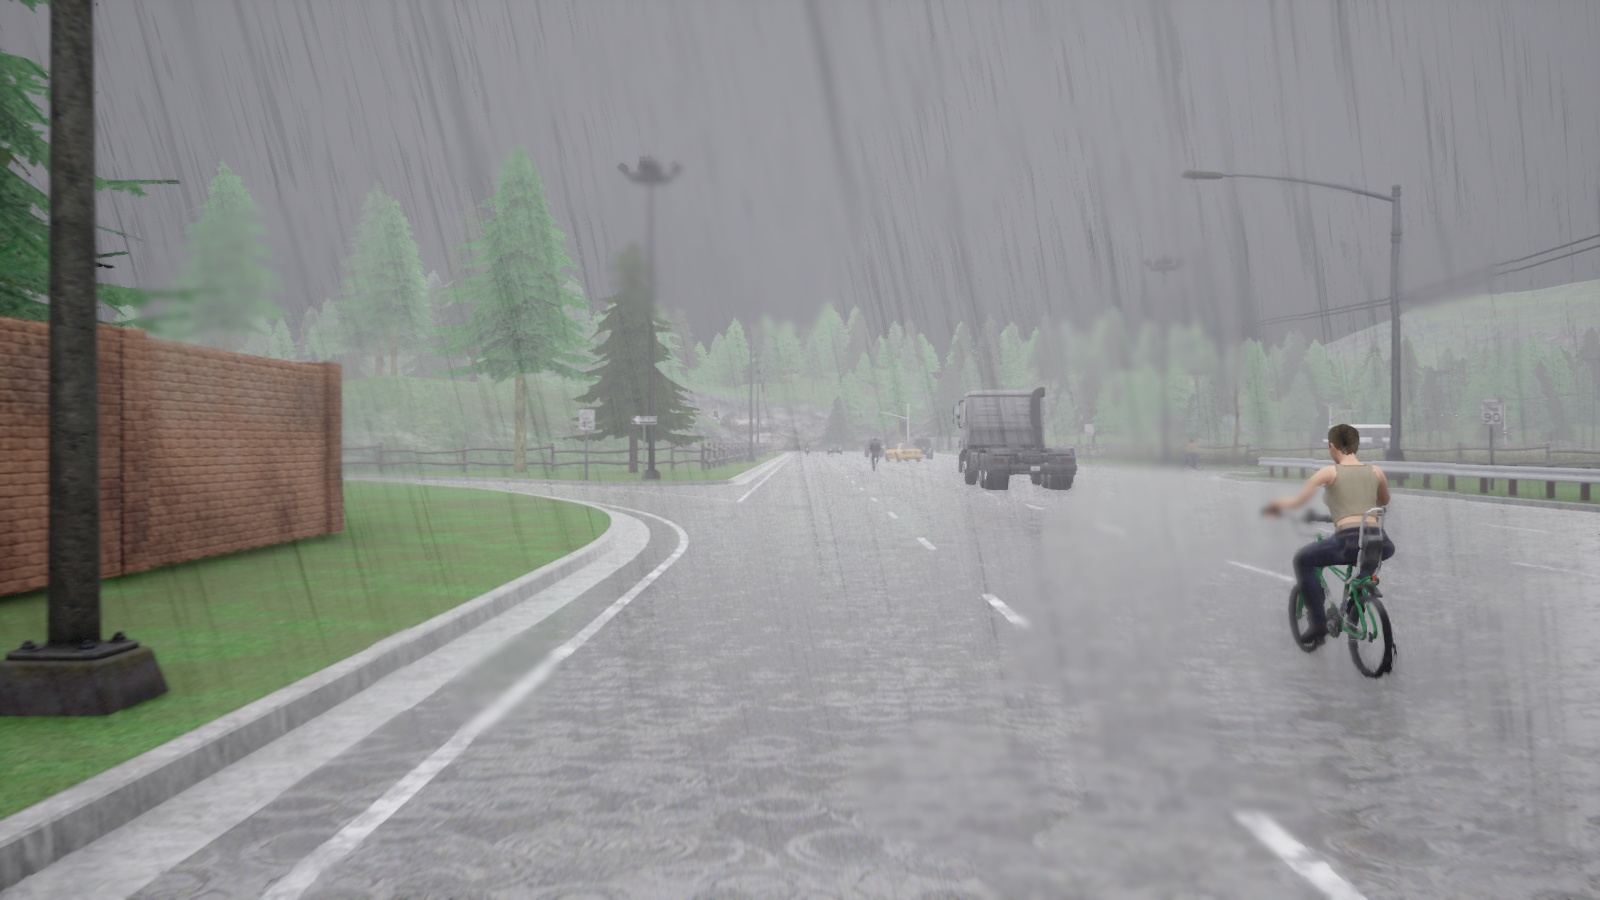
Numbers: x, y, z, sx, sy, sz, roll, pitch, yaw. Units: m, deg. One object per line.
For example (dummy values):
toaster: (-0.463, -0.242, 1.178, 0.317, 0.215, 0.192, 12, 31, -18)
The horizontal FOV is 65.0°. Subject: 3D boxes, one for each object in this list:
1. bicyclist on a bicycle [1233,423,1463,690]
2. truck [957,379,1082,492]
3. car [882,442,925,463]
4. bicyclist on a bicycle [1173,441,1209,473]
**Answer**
bicyclist on a bicycle: (3.568, 0.639, 8.336, 0.866, 1.612, 1.509, 0, 0, 0)
truck: (7.258, -0.470, 42.591, 2.891, 3.462, 7.936, 0, 0, 0)
car: (7.919, 0.147, 96.739, 1.801, 1.575, 5.366, 0, 0, -13)
bicyclist on a bicycle: (19.568, 0.345, 62.797, 0.866, 1.612, 1.509, 0, 0, -34)
